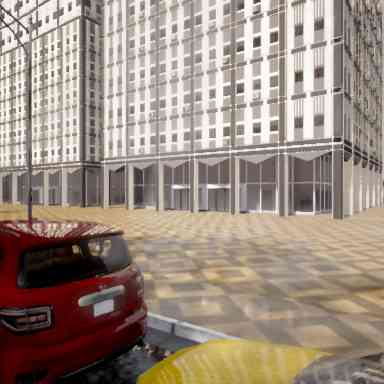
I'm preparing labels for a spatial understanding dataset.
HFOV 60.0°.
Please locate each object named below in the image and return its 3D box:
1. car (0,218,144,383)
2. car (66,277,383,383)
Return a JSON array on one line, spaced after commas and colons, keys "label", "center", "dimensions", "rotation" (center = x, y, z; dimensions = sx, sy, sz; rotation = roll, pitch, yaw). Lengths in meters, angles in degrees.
[{"label": "car", "center": [-2.883, 1.315, 4.928], "dimensions": [5.009, 1.841, 2.192], "rotation": [0, 0, 35]}, {"label": "car", "center": [1.565, 1.525, 1.755], "dimensions": [4.829, 1.417, 1.752], "rotation": [0, 0, 36]}]
